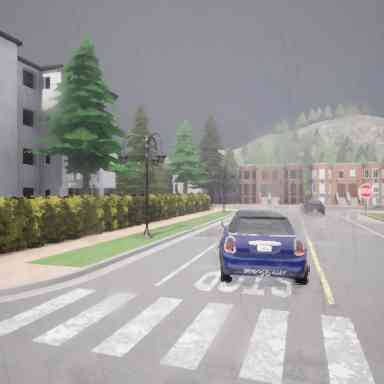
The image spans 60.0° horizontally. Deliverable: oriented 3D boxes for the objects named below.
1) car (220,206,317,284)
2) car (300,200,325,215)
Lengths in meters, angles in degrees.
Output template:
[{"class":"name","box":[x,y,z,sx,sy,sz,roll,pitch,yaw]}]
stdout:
[{"class":"car","box":[1.957,1.314,9.793,2.097,1.767,4.553,1,0,7]},{"class":"car","box":[12.225,1.542,33.907,1.837,1.490,4.892,1,0,12]}]
